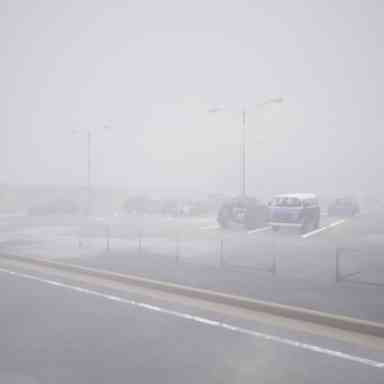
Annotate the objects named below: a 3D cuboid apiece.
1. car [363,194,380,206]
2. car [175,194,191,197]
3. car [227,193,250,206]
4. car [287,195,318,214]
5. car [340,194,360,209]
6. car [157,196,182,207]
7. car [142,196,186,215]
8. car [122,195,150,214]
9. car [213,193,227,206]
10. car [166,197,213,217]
[{"bbox_3d":[27.459,1.207,50.701,1.932,1.855,4.605,0,0,34],"label":"car"},{"bbox_3d":[-0.978,1.203,48.752,1.932,1.855,4.605,0,0,34],"label":"car"},{"bbox_3d":[8.792,1.206,63.295,1.905,1.878,3.866,0,0,34],"label":"car"},{"bbox_3d":[13.087,1.448,39.387,1.970,1.475,3.806,0,0,34],"label":"car"},{"bbox_3d":[25.089,1.209,52.363,1.905,1.878,3.866,0,0,34],"label":"car"},{"bbox_3d":[-3.345,1.413,50.424,1.784,1.438,3.905,0,0,34],"label":"car"},{"bbox_3d":[-2.534,1.415,31.702,1.784,1.438,3.905,0,0,34],"label":"car"},{"bbox_3d":[-4.788,1.205,33.159,1.932,1.855,4.605,0,0,34],"label":"car"},{"bbox_3d":[6.397,1.444,64.922,1.970,1.475,3.806,0,0,34],"label":"car"},{"bbox_3d":[-0.134,1.448,30.084,1.970,1.475,3.806,0,0,34],"label":"car"}]
